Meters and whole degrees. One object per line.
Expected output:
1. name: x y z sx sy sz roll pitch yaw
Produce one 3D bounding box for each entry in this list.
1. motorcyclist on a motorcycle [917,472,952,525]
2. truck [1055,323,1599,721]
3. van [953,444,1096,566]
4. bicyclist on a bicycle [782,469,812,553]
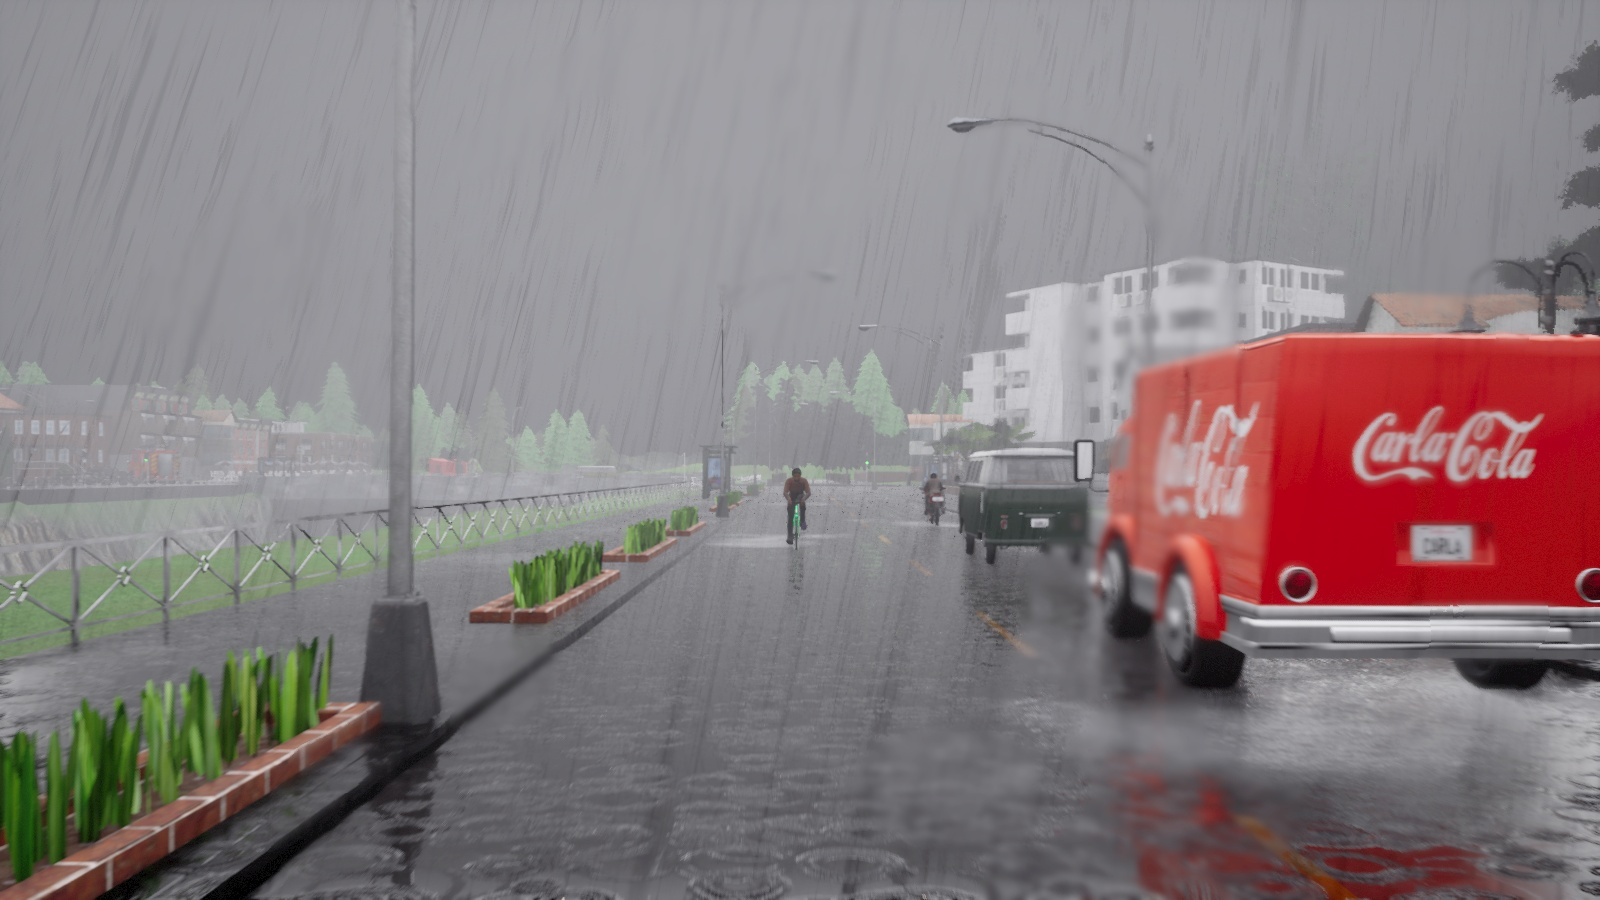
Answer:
1. motorcyclist on a motorcycle: 3.914 1.397 36.781 0.797 1.523 2.044 0 -1 0
2. truck: 3.974 0.487 10.424 2.627 2.467 5.204 0 -1 0
3. van: 3.946 0.933 22.807 1.775 1.987 4.442 0 -1 0
4. bicyclist on a bicycle: -0.059 1.186 25.005 0.582 1.620 1.656 0 -1 0
